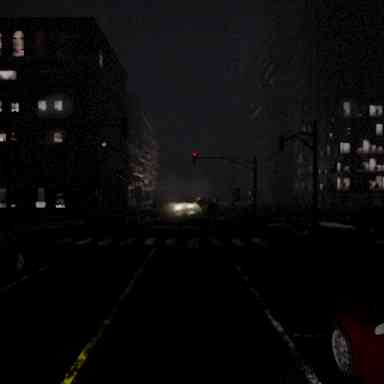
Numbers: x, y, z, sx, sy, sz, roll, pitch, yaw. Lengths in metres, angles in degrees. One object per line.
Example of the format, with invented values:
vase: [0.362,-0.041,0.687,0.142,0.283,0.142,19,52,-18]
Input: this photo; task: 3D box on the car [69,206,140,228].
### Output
car: [-6.144,1.746,23.539,4.902,1.511,2.128,0,-1,0]

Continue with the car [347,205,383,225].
car: [14.968,1.833,26.556,4.892,1.490,1.837,0,0,0]

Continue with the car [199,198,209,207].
car: [2.381,1.916,46.505,1.967,1.590,4.097,-1,-1,0]

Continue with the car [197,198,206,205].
car: [2.192,2.231,80.378,1.967,1.590,4.097,-1,0,0]

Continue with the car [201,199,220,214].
car: [2.416,1.966,40.858,1.887,1.381,4.507,-1,-1,0]

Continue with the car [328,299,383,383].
car: [2.669,1.612,2.797,1.802,1.307,4.206,-1,-1,0]

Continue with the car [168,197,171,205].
car: [-6.127,2.287,74.650,1.887,1.381,4.507,-1,-1,0]

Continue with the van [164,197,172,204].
van: [-6.195,2.183,85.945,1.690,1.788,3.998,-1,0,0]

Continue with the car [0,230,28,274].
car: [-5.744,1.643,8.292,2.008,1.369,4.403,-1,-1,0]

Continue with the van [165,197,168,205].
van: [-6.065,1.981,63.361,1.690,1.788,3.998,-1,-1,0]

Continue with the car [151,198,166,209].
car: [-6.029,2.152,57.713,1.947,1.339,4.313,-1,-1,0]

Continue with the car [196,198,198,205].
car: [2.285,2.182,63.440,1.887,1.381,4.507,-1,-1,0]
